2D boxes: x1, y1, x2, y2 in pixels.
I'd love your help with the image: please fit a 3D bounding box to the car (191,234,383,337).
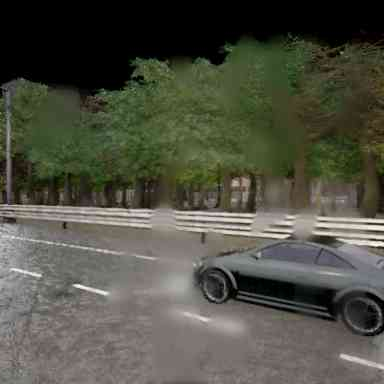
[{"bbox_3d":[2.045,1.569,6.714,4.181,1.385,1.994,0,0,35],"label":"car"}]
